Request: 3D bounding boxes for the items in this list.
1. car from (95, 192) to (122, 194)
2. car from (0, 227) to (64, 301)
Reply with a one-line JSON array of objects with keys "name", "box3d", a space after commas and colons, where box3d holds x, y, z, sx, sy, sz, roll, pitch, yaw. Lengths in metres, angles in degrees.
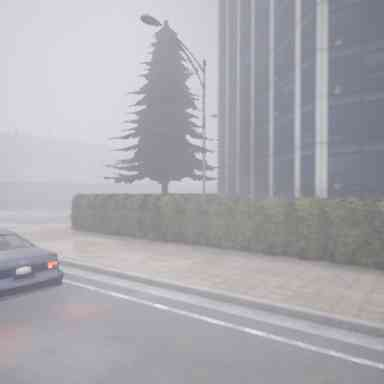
[{"name": "car", "box3d": [-9.877, 0.997, 36.744, 2.150, 2.045, 5.566, 0, 0, 35]}, {"name": "car", "box3d": [-5.179, 1.498, 7.669, 5.357, 1.411, 2.033, 0, 0, 36]}]
